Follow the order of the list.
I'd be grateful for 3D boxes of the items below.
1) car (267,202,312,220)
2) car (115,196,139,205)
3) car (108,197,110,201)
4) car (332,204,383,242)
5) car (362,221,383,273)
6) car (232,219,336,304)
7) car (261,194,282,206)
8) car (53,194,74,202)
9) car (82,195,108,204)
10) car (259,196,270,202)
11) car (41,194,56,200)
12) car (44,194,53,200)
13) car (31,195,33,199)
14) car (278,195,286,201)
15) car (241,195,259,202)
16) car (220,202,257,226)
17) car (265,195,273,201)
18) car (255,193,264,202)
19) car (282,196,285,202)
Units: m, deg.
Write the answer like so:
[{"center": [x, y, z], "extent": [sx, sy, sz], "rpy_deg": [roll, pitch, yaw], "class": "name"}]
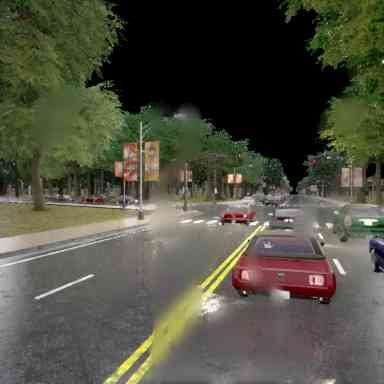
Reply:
[{"center": [5.008, 1.505, 17.095], "extent": [1.837, 1.490, 4.892], "rpy_deg": [0, 0, 17], "class": "car"}, {"center": [-10.720, 1.361, 54.739], "extent": [4.902, 1.511, 2.128], "rpy_deg": [0, 0, 41], "class": "car"}, {"center": [-19.332, 1.311, 70.687], "extent": [4.674, 1.442, 1.812], "rpy_deg": [0, 0, 40], "class": "car"}, {"center": [8.140, 1.352, 16.212], "extent": [2.097, 1.767, 4.553], "rpy_deg": [0, 0, 17], "class": "car"}, {"center": [5.500, 1.601, 7.620], "extent": [1.895, 1.301, 4.718], "rpy_deg": [0, 0, 17], "class": "car"}, {"center": [2.295, 1.601, 8.242], "extent": [1.895, 1.301, 4.718], "rpy_deg": [0, 0, 17], "class": "car"}, {"center": [12.911, 1.553, 53.848], "extent": [2.033, 1.411, 5.357], "rpy_deg": [0, 0, 18], "class": "car"}, {"center": [-25.846, 1.299, 67.673], "extent": [4.674, 1.442, 1.812], "rpy_deg": [0, 0, 40], "class": "car"}, {"center": [-18.127, 1.422, 61.046], "extent": [4.718, 1.301, 1.895], "rpy_deg": [0, 0, 41], "class": "car"}, {"center": [16.906, 1.550, 77.197], "extent": [2.033, 1.411, 5.357], "rpy_deg": [0, 0, 17], "class": "car"}, {"center": [-36.950, 1.251, 85.641], "extent": [4.181, 1.385, 1.994], "rpy_deg": [0, 0, 40], "class": "car"}, {"center": [-31.476, 1.258, 76.723], "extent": [4.674, 1.442, 1.812], "rpy_deg": [0, 0, 40], "class": "car"}, {"center": [-39.056, 1.252, 83.165], "extent": [4.181, 1.385, 1.994], "rpy_deg": [0, 0, 40], "class": "car"}, {"center": [24.351, 1.614, 90.104], "extent": [1.895, 1.301, 4.718], "rpy_deg": [0, 0, 17], "class": "car"}, {"center": [8.657, 1.507, 51.175], "extent": [1.812, 1.442, 4.674], "rpy_deg": [0, -1, 18], "class": "car"}, {"center": [3.283, 1.601, 23.227], "extent": [1.895, 1.301, 4.718], "rpy_deg": [0, 0, 17], "class": "car"}, {"center": [20.885, 1.495, 89.910], "extent": [1.882, 1.535, 5.008], "rpy_deg": [0, 0, 17], "class": "car"}, {"center": [13.438, 1.228, 66.155], "extent": [2.150, 2.045, 5.566], "rpy_deg": [0, 0, 18], "class": "car"}, {"center": [17.258, 1.533, 67.442], "extent": [1.812, 1.442, 4.674], "rpy_deg": [0, 0, 17], "class": "car"}]
